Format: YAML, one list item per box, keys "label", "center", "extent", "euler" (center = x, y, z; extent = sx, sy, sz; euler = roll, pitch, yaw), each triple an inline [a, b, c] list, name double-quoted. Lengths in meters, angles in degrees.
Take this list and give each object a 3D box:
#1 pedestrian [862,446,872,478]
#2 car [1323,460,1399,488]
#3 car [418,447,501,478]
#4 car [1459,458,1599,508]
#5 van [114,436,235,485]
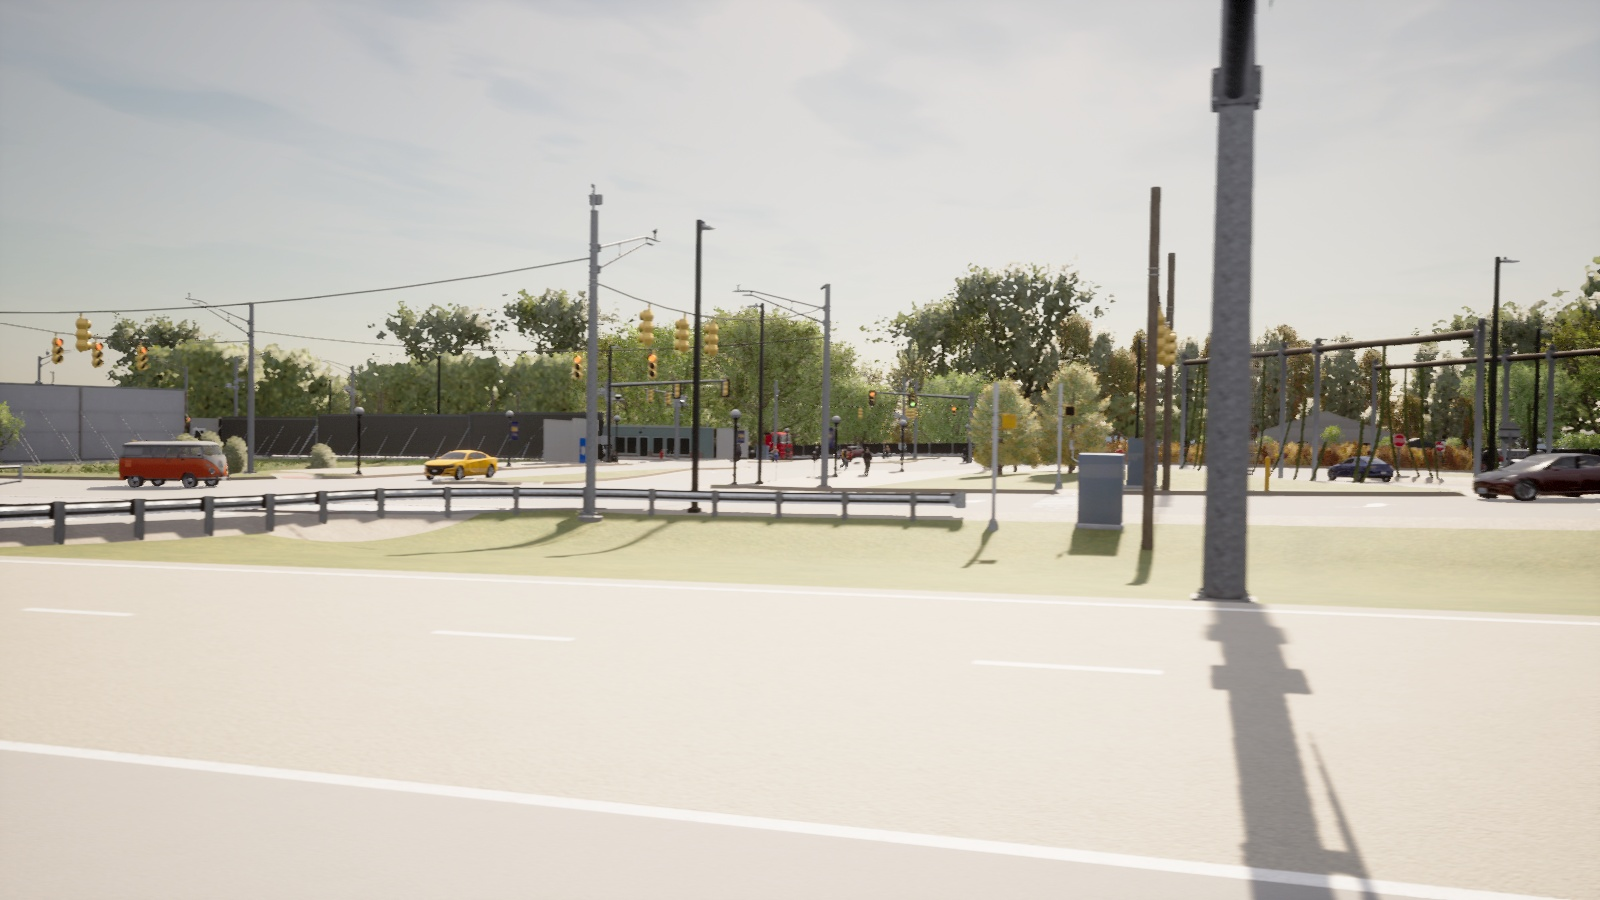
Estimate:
- label: "pedestrian"
  center: [4.113, 0.724, 77.165]
  extent: [0.402, 1.930, 0.666]
  euler: [2, 1, 19]
- label: "car"
  center: [32.180, 1.347, 72.170]
  extent: [1.812, 1.442, 4.674]
  euler: [1, 0, -7]
- label: "car"
  center: [-17.735, 0.624, 65.673]
  extent: [1.882, 1.535, 5.008]
  euler: [1, 1, 16]
- label: "car"
  center: [23.858, 1.021, 39.883]
  extent: [4.792, 1.488, 2.163]
  euler: [0, 1, -6]
- label: "van"
  center: [-26.731, 0.416, 53.697]
  extent: [4.442, 1.987, 1.775]
  euler: [1, 1, 9]
